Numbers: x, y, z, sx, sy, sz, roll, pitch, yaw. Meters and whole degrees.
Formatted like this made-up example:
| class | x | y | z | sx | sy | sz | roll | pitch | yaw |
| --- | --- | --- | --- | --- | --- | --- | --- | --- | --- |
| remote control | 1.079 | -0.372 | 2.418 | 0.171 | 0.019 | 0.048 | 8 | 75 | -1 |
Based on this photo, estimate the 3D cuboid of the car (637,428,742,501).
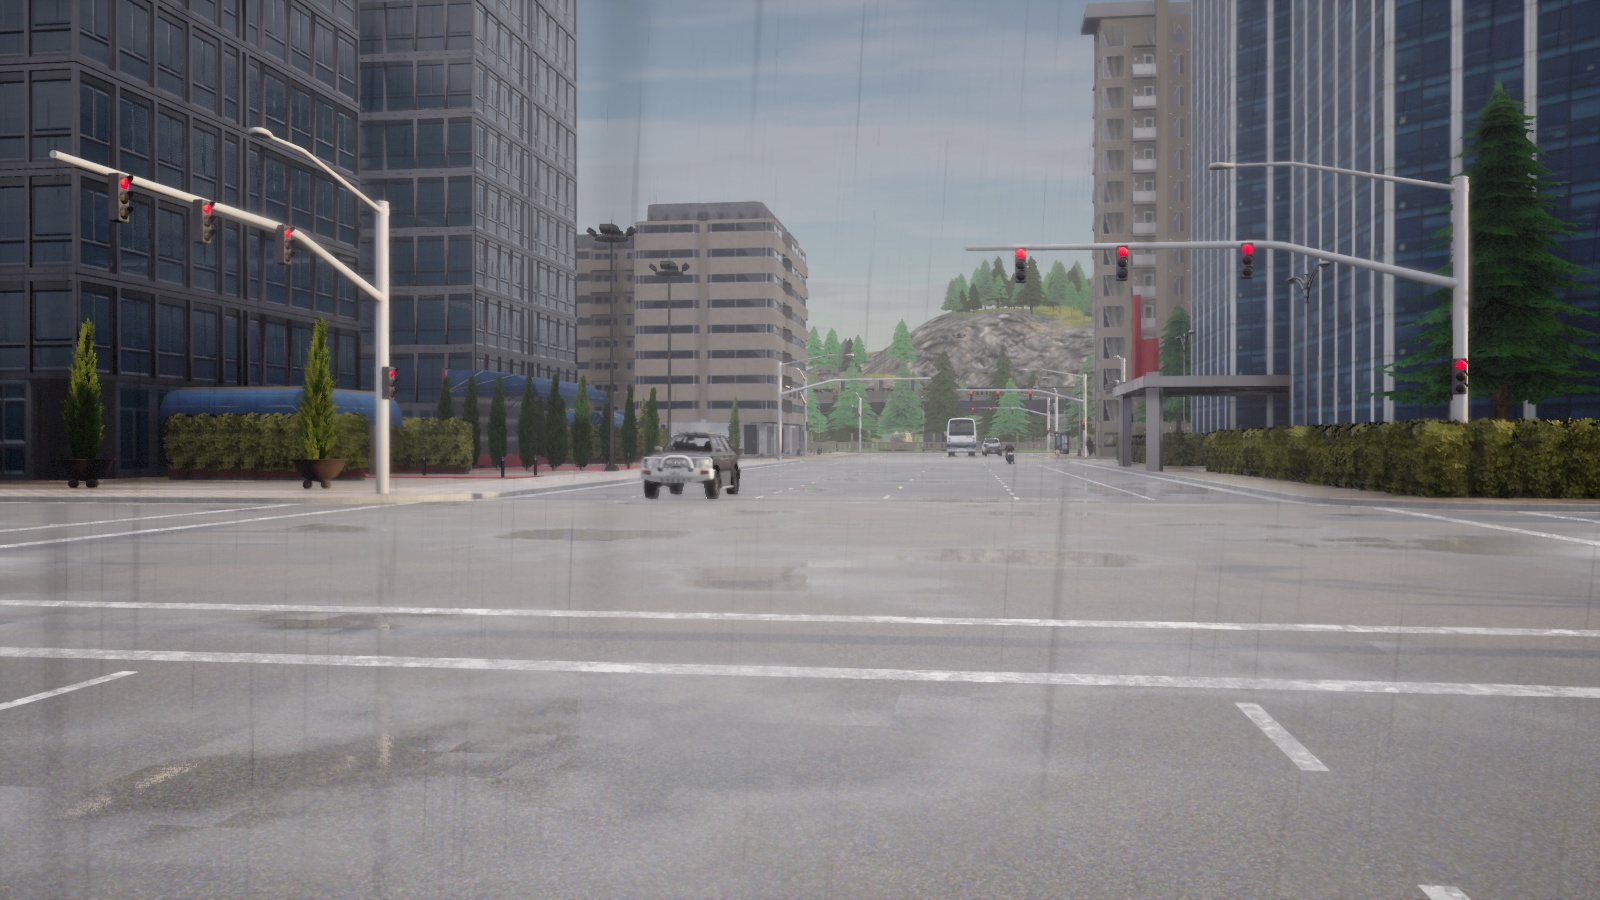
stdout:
| class | x | y | z | sx | sy | sz | roll | pitch | yaw |
| --- | --- | --- | --- | --- | --- | --- | --- | --- | --- |
| car | -2.925 | 0.367 | 34.309 | 1.932 | 1.855 | 4.605 | 0 | 0 | 7 |
